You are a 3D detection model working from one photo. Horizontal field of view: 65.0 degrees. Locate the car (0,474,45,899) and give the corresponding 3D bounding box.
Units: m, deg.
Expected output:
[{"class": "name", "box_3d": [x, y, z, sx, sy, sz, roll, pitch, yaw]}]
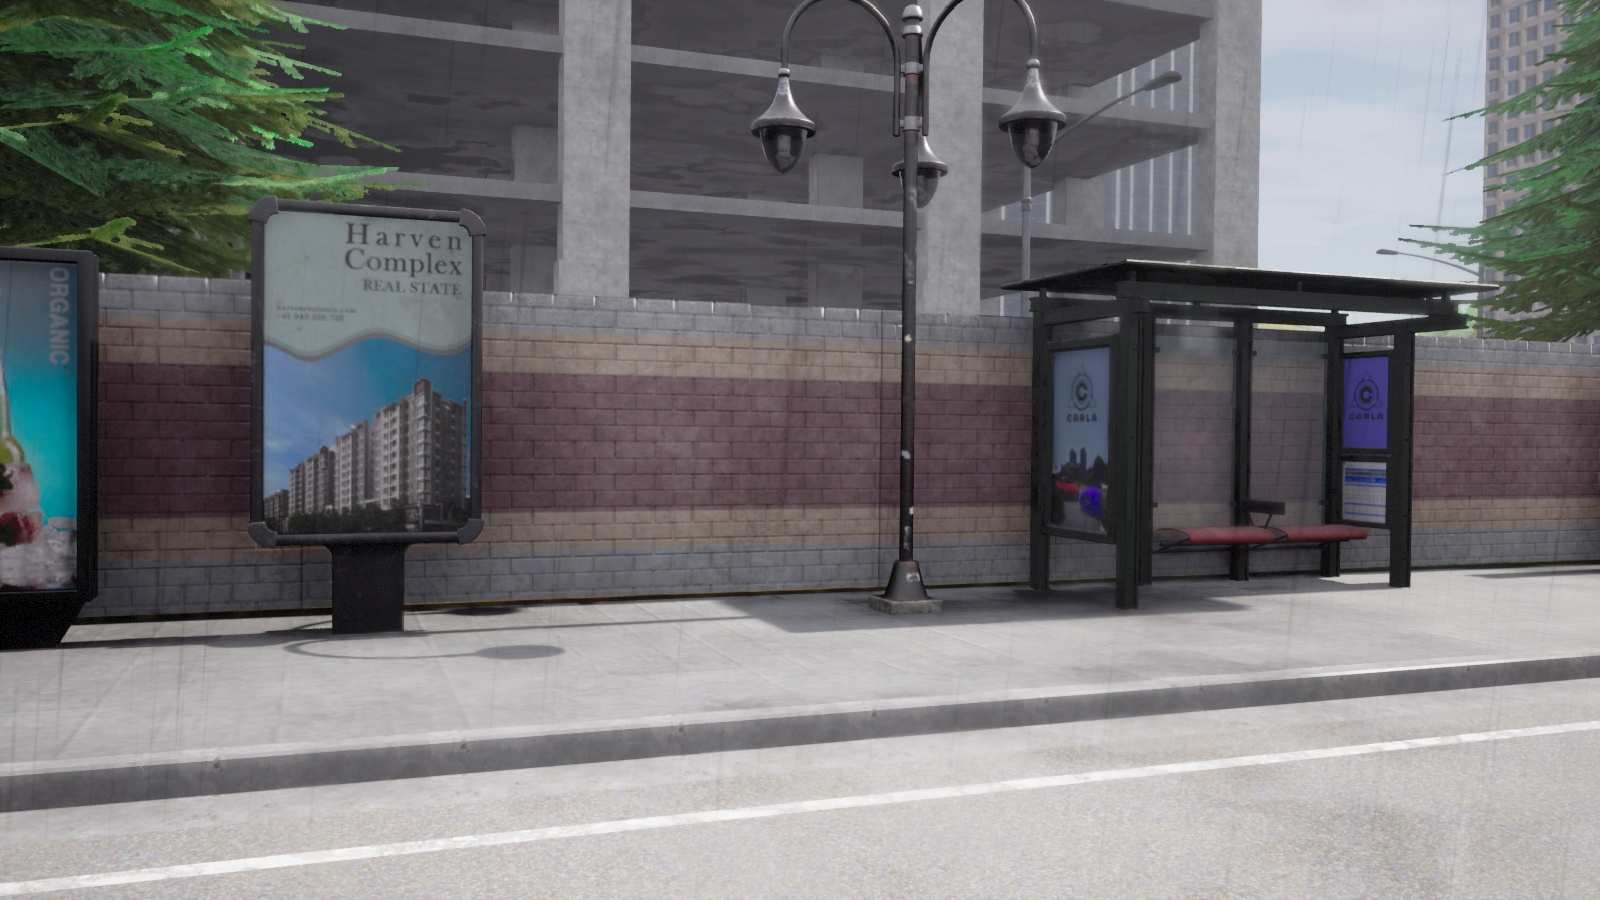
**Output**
[{"class": "car", "box_3d": [-3.928, 0.838, 1.747, 4.674, 1.442, 1.812, -1, 1, -21]}]
